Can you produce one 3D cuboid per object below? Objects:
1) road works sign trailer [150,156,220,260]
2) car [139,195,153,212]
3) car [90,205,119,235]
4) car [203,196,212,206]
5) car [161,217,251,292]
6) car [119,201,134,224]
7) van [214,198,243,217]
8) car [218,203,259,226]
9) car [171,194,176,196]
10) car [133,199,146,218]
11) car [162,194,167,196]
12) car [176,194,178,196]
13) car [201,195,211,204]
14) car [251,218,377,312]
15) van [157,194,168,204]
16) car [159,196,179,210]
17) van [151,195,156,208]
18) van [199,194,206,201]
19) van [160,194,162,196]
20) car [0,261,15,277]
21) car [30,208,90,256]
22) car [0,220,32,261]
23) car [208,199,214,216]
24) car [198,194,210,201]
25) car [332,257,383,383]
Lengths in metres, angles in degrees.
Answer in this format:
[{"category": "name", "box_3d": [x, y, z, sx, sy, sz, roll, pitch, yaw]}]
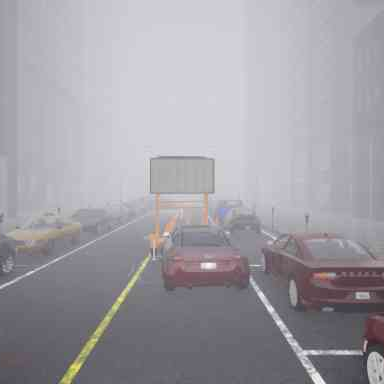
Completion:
[{"category": "road works sign trailer", "box_3d": [-0.378, 0.466, 12.463, 2.380, 3.560, 2.880, 0, 0, -5]}, {"category": "car", "box_3d": [-5.724, 1.455, 35.796, 1.967, 1.590, 4.097, 0, 0, 0]}, {"category": "car", "box_3d": [-5.743, 1.570, 18.885, 1.947, 1.339, 4.313, 0, 0, 0]}, {"category": "car", "box_3d": [2.808, 1.571, 41.438, 2.008, 1.369, 4.403, 0, 0, 0]}, {"category": "car", "box_3d": [0.178, 1.565, 9.010, 1.994, 1.385, 4.181, 0, -1, -5]}, {"category": "car", "box_3d": [-5.736, 1.589, 24.523, 1.802, 1.307, 4.206, 0, 0, 0]}, {"category": "van", "box_3d": [2.788, 1.348, 24.529, 1.690, 1.788, 3.998, 0, 0, 0]}, {"category": "car", "box_3d": [2.782, 1.555, 18.893, 2.008, 1.369, 4.403, 0, 0, 0]}, {"category": "car", "box_3d": [-5.673, 1.620, 80.888, 1.887, 1.381, 4.507, 0, 0, 0]}, {"category": "car", "box_3d": [-5.730, 1.577, 30.159, 1.947, 1.339, 4.313, 0, 0, 0]}, {"category": "car", "box_3d": [-5.699, 1.355, 58.341, 2.192, 1.841, 5.009, 0, 0, 0]}, {"category": "car", "box_3d": [-5.660, 1.662, 92.161, 1.947, 1.339, 4.313, 0, 0, 0]}, {"category": "car", "box_3d": [2.820, 1.578, 52.710, 1.887, 1.381, 4.507, 0, 0, 0]}, {"category": "car", "box_3d": [2.770, 1.545, 7.621, 1.887, 1.381, 4.507, 0, 0, 0]}, {"category": "van", "box_3d": [-5.692, 1.389, 63.978, 1.690, 1.788, 3.998, 0, 0, 0]}, {"category": "car", "box_3d": [-3.052, 1.585, 42.325, 1.994, 1.385, 4.181, 0, 0, 0]}, {"category": "van", "box_3d": [-5.718, 1.362, 41.432, 1.690, 1.788, 3.998, 0, 0, 0]}, {"category": "van", "box_3d": [2.864, 1.438, 92.164, 1.690, 1.788, 3.998, 0, 0, 0]}, {"category": "van", "box_3d": [-5.712, 1.368, 47.069, 1.690, 1.788, 3.998, 0, 0, 0]}, {"category": "car", "box_3d": [-3.099, 1.547, 1.237, 2.033, 1.411, 5.357, 0, 0, 0]}, {"category": "car", "box_3d": [-5.749, 1.527, 13.079, 1.752, 1.417, 4.829, 0, 0, 0]}, {"category": "car", "box_3d": [-5.755, 1.566, 7.613, 1.947, 1.339, 4.313, 0, 0, 0]}, {"category": "car", "box_3d": [2.795, 1.561, 30.166, 2.008, 1.369, 4.403, 0, 0, 0]}, {"category": "car", "box_3d": [2.832, 1.363, 63.983, 2.192, 1.841, 5.009, 0, 0, 0]}, {"category": "car", "box_3d": [2.763, 1.545, 1.984, 1.887, 1.381, 4.507, 0, 0, 0]}]
